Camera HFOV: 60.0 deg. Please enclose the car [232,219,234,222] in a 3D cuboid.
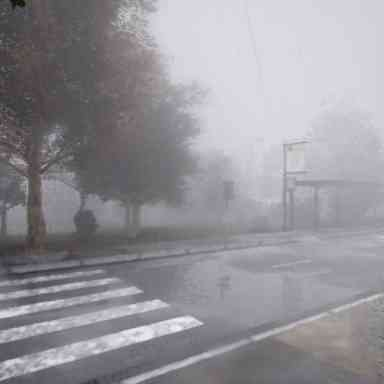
[{"bbox_3d":[12.399,7.308,91.687,2.150,2.045,5.566,0,-6,-3],"label":"car"}]
